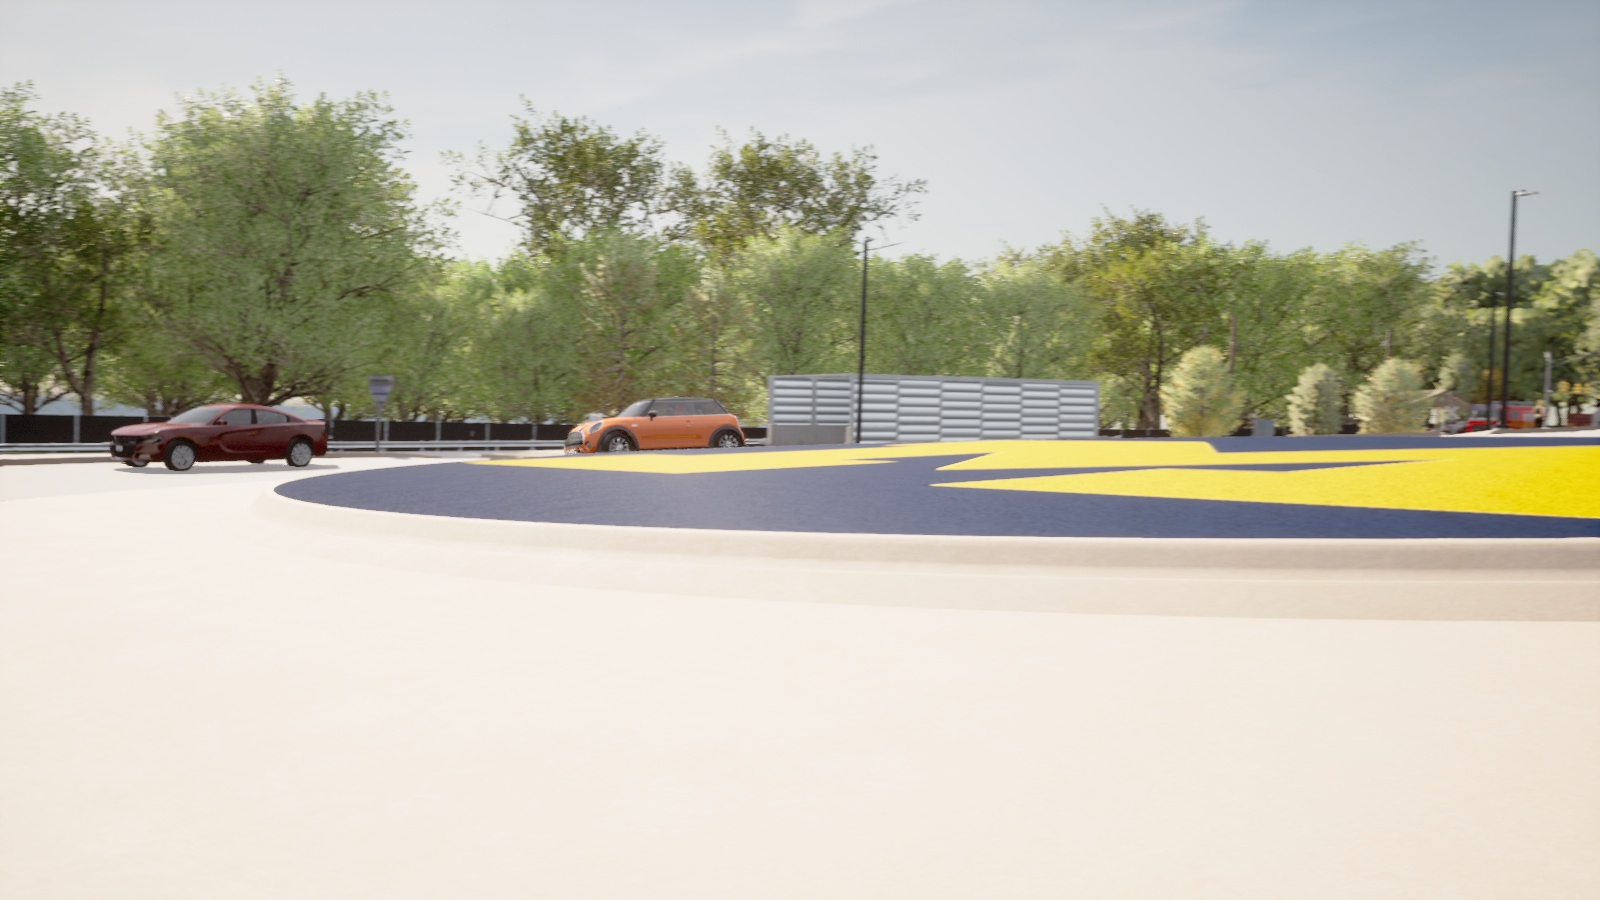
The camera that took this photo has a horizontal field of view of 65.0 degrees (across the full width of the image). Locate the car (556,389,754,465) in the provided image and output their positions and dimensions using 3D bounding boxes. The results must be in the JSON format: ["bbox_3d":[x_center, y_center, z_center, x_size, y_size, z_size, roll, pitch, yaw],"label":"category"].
[{"bbox_3d":[-3.722,-0.580,32.380,4.553,1.767,2.097,-1,-2,-30],"label":"car"}]

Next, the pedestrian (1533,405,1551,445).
[{"bbox_3d":[34.000,-1.144,57.566,0.594,1.836,0.345,2,1,-26],"label":"pedestrian"}]

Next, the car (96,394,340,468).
[{"bbox_3d":[-13.602,-0.467,29.700,1.882,1.535,5.008,3,3,32],"label":"car"}]
